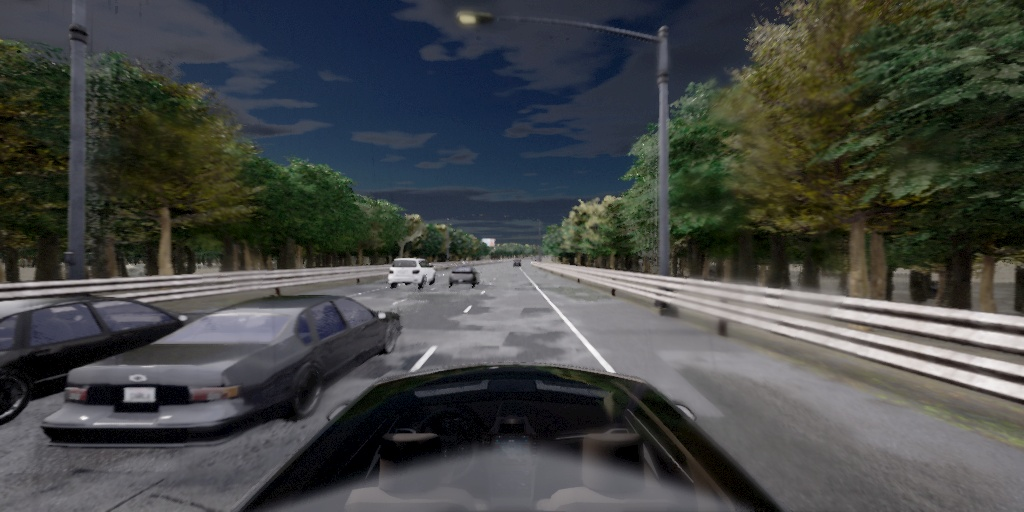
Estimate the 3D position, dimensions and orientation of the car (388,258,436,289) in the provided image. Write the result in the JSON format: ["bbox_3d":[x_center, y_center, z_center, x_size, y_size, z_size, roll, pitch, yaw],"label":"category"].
[{"bbox_3d":[-6.892,1.187,25.287,2.150,2.045,5.566,0,0,0],"label":"car"}]

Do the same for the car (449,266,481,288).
[{"bbox_3d":[-3.392,1.464,26.161,2.128,1.511,4.902,0,0,0],"label":"car"}]

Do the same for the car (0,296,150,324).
[{"bbox_3d":[-6.899,1.332,5.499,2.033,1.411,5.357,0,0,0],"label":"car"}]

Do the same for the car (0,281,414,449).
[{"bbox_3d":[-3.399,1.335,5.783,2.033,1.411,5.357,0,0,0],"label":"car"}]
